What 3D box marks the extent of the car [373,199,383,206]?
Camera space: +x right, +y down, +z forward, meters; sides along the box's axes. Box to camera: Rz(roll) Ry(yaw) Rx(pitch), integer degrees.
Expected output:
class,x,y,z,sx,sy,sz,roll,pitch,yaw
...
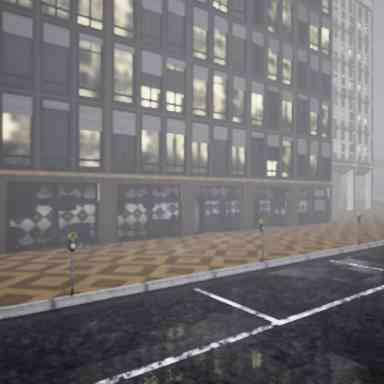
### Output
class,x,y,z,sx,sy,sz,roll,pitch,yaw
car,33.621,1.963,62.486,1.802,1.307,4.206,-1,0,-36

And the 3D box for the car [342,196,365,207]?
class,x,y,z,sx,sy,sz,roll,pitch,yaw
car,27.187,1.667,57.613,2.192,1.841,5.009,-1,0,-36
